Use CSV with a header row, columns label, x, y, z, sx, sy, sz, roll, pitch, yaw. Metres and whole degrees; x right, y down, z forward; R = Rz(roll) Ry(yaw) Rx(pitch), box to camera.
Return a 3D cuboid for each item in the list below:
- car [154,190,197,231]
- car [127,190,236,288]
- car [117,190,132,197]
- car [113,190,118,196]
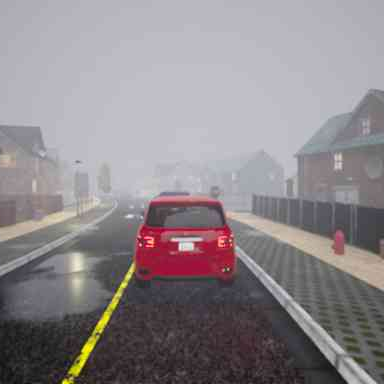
label,x,y,z,sx,sy,sz,roll,pitch,yaw
car,-1.028,0.917,19.719,2.150,2.045,5.566,0,1,-4
car,-0.229,1.083,8.980,2.150,2.045,5.566,0,1,-3
car,-14.457,0.451,73.378,2.033,1.411,5.357,0,1,-22
car,-18.498,0.171,83.048,1.882,1.535,5.008,0,1,-23
